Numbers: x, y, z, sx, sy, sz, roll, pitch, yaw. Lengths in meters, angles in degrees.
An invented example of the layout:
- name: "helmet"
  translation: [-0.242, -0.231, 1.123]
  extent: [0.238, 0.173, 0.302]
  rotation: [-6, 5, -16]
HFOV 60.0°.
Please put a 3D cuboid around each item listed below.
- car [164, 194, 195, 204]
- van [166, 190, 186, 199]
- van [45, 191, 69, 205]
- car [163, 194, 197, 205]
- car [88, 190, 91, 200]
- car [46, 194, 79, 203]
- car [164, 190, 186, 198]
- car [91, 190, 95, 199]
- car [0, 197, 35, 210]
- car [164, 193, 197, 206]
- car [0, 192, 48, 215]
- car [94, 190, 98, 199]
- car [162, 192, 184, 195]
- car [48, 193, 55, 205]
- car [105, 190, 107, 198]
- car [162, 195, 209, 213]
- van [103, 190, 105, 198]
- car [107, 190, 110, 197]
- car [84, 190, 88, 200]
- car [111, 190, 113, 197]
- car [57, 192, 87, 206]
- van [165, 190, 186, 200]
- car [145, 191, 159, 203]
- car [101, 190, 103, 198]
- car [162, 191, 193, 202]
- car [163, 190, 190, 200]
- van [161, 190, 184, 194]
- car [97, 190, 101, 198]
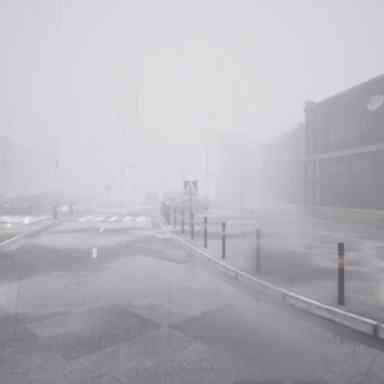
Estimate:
- name: "car"
  translation: [-2.030, 1.133, 52.633]
  extent: [4.892, 1.521, 2.231]
  rotation: [0, 1, -4]
- name: "van"
  translation: [-3.520, 0.638, 74.811]
  extent: [4.442, 1.987, 1.878]
  rotation: [0, 1, -4]
- name: "van"
  translation: [-22.366, 0.861, 55.728]
  extent: [4.442, 1.987, 1.878]
  rotation: [0, 1, -4]
- name: "car"
  translation: [-1.851, 1.167, 49.984]
  extent: [5.008, 1.535, 2.097]
  rotation: [0, 1, -4]
- name: "car"
  translation: [-23.254, 0.832, 66.723]
  extent: [4.553, 1.767, 2.185]
  rotation: [0, 1, -4]
- name: "car"
  translation: [-22.689, 1.054, 58.472]
  extent: [5.008, 1.535, 2.097]
  rotation: [0, 1, -4]
- name: "car"
  translation: [-4.465, 0.504, 85.889]
  extent: [5.566, 2.045, 2.435]
  rotation: [0, 0, -4]
- name: "car"
  translation: [-23.479, 0.930, 69.471]
  extent: [4.892, 1.521, 2.231]
  rotation: [0, 1, -4]
- name: "car"
  translation: [-21.276, 1.322, 39.220]
  extent: [4.674, 1.452, 2.002]
  rotation: [0, 1, -4]
- name: "car"
  translation: [-1.606, 1.079, 47.089]
  extent: [4.553, 1.767, 2.185]
  rotation: [0, 1, -4]
- name: "car"
  translation: [-16.261, 1.213, 32.456]
  extent: [2.097, 1.767, 4.553]
  rotation: [0, 1, -4]
- name: "car"
  translation: [-23.680, 0.901, 72.221]
  extent: [4.892, 1.521, 2.231]
  rotation: [0, 1, -4]
- name: "car"
  translation: [-1.005, 1.171, 38.767]
  extent: [4.553, 1.767, 2.185]
  rotation: [0, 0, -4]
- name: "car"
  translation: [-21.687, 1.225, 44.723]
  extent: [4.892, 1.521, 2.231]
  rotation: [0, 1, -4]
- name: "car"
  translation: [-24.485, 0.837, 83.219]
  extent: [4.674, 1.452, 2.002]
  rotation: [0, 1, -4]
- name: "car"
  translation: [-0.674, 1.366, 33.343]
  extent: [4.792, 1.488, 2.163]
  rotation: [0, 0, -4]
- name: "van"
  translation: [-24.179, 0.594, 80.599]
  extent: [4.442, 1.987, 1.878]
  rotation: [0, 1, -4]
- name: "car"
  translation: [-24.874, 0.771, 85.956]
  extent: [5.366, 1.575, 1.946]
  rotation: [0, 0, -4]
- name: "car"
  translation: [-23.115, 0.864, 63.968]
  extent: [4.553, 1.767, 2.185]
  rotation: [0, 1, -4]
- name: "car"
  translation: [-25.119, 0.760, 91.467]
  extent: [4.792, 1.488, 2.163]
  rotation: [0, 0, -4]
- name: "car"
  translation: [-17.286, 1.197, 48.032]
  extent: [2.128, 1.511, 4.902]
  rotation: [0, 1, -4]
- name: "van"
  translation: [-3.553, 0.668, 72.024]
  extent: [4.442, 1.987, 1.878]
  rotation: [0, 1, -4]
- name: "car"
  translation: [-7.027, 0.808, 57.734]
  extent: [2.150, 2.045, 5.566]
  rotation: [0, 1, -4]
- name: "car"
  translation: [-24.081, 0.847, 77.719]
  extent: [4.892, 1.521, 2.231]
  rotation: [0, 1, -4]
- name: "car"
  translation: [-2.674, 0.772, 61.067]
  extent: [5.566, 2.045, 2.435]
  rotation: [0, 1, -4]
- name: "car"
  translation: [-3.208, 0.674, 69.261]
  extent: [5.566, 2.045, 2.435]
  rotation: [0, 1, -4]
- name: "van"
  translation: [-1.362, 1.045, 41.656]
  extent: [4.442, 1.987, 1.878]
  rotation: [0, 1, -4]
- name: "car"
  translation: [-23.880, 0.874, 74.971]
  extent: [4.892, 1.521, 2.231]
  rotation: [0, 1, -4]
